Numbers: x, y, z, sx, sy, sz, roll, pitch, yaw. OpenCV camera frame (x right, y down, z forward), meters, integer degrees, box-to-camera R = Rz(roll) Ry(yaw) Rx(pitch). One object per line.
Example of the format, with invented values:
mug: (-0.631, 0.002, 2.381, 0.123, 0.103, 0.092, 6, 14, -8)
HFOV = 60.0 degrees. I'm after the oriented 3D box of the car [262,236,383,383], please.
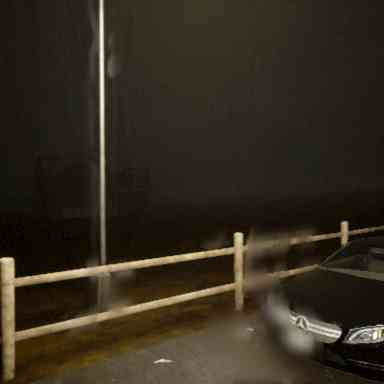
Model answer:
car: (3.185, 1.487, 5.311, 4.674, 1.442, 1.812, -1, 0, -35)
